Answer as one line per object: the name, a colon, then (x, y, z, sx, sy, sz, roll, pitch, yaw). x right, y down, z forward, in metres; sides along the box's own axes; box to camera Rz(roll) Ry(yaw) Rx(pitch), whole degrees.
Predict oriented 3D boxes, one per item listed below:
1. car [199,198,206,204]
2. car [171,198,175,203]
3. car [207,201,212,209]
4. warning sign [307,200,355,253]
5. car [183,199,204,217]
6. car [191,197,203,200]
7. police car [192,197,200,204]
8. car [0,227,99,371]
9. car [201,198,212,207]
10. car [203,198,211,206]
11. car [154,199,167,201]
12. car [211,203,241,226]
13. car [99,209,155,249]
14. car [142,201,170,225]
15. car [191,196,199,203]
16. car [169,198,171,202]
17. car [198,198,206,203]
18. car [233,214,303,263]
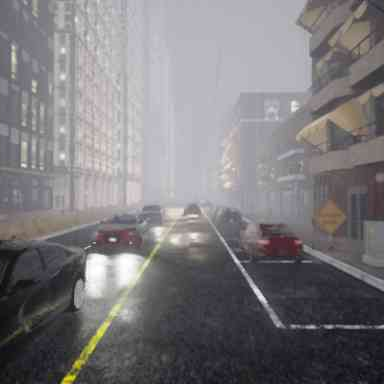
car: (2.812, 2.274, 87.363, 1.752, 1.417, 4.829, 0, -1, 0)
car: (-5.561, 2.362, 92.853, 1.947, 1.339, 4.313, 0, -1, 0)
car: (2.734, 1.803, 30.709, 2.008, 1.369, 4.403, 0, 0, 0)
warning sign: (5.082, 1.215, 12.260, 1.300, 1.860, 1.060, 0, -1, 0)
car: (0.048, 1.811, 34.756, 1.812, 1.442, 4.674, 0, 0, 0)
car: (0.087, 1.883, 46.991, 2.128, 1.511, 4.902, 0, 0, 1)
police car: (1.014, 2.128, 82.369, 1.930, 1.638, 5.238, 0, -1, 0)
car: (-3.093, 1.515, 4.949, 1.882, 1.535, 5.008, 0, 0, 0)
car: (2.780, 1.985, 64.601, 1.967, 1.590, 4.097, 0, -1, 0)
car: (2.773, 2.077, 58.951, 1.802, 1.307, 4.206, 0, -1, 0)
car: (-5.615, 1.993, 53.314, 2.008, 1.369, 4.403, 0, 0, 0)
car: (2.725, 1.756, 25.061, 2.008, 1.369, 4.403, 0, 0, 0)
car: (-3.072, 1.683, 14.959, 1.994, 1.385, 4.181, 0, 0, 1)
car: (-3.053, 1.715, 25.827, 1.837, 1.490, 4.892, 0, 0, 0)
car: (0.819, 2.145, 92.231, 2.097, 1.767, 4.553, 0, 0, 0)
car: (-5.600, 2.087, 64.612, 1.887, 1.381, 4.507, 0, -1, 0)
car: (2.820, 2.365, 92.841, 1.947, 1.339, 4.313, 0, -1, 0)
car: (2.757, 1.680, 12.144, 1.802, 1.307, 4.206, 0, 0, 0)
